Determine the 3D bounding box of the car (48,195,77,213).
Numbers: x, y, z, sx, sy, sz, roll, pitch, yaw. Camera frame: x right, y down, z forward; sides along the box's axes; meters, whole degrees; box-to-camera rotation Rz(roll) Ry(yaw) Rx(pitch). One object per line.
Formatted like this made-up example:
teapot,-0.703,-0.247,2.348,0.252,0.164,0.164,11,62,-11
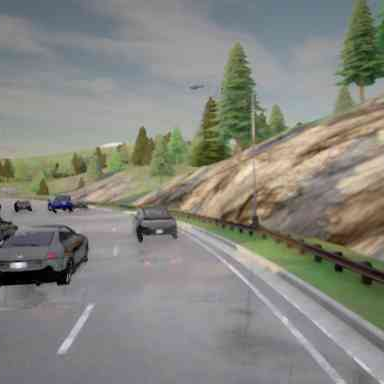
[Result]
car,-15.734,1.385,39.678,2.150,2.045,5.566,-1,0,-31

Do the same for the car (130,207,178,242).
car,-1.957,1.477,16.569,2.128,1.511,4.902,-1,0,-13

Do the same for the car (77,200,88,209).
car,-16.445,1.754,47.850,1.895,1.301,4.718,-1,0,-30

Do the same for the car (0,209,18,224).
car,-8.454,1.637,13.422,1.812,1.442,4.674,0,0,-15

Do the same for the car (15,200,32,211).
car,-22.875,1.767,45.015,2.128,1.511,4.902,-1,0,-30

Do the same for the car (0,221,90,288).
car,-4.173,1.611,9.434,1.994,1.385,4.181,-1,0,-8

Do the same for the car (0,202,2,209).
car,-28.646,1.934,48.057,1.994,1.385,4.181,-1,0,-30
